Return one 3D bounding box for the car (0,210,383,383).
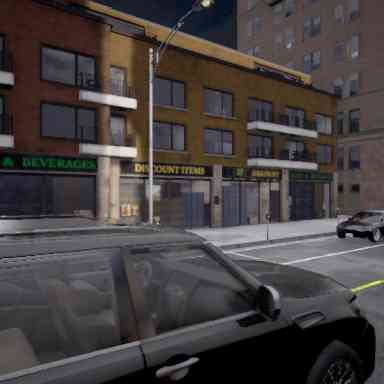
[{"bbox_3d":[-0.772,1.224,2.729,5.566,2.045,2.150,0,0,-35],"label":"car"}]
